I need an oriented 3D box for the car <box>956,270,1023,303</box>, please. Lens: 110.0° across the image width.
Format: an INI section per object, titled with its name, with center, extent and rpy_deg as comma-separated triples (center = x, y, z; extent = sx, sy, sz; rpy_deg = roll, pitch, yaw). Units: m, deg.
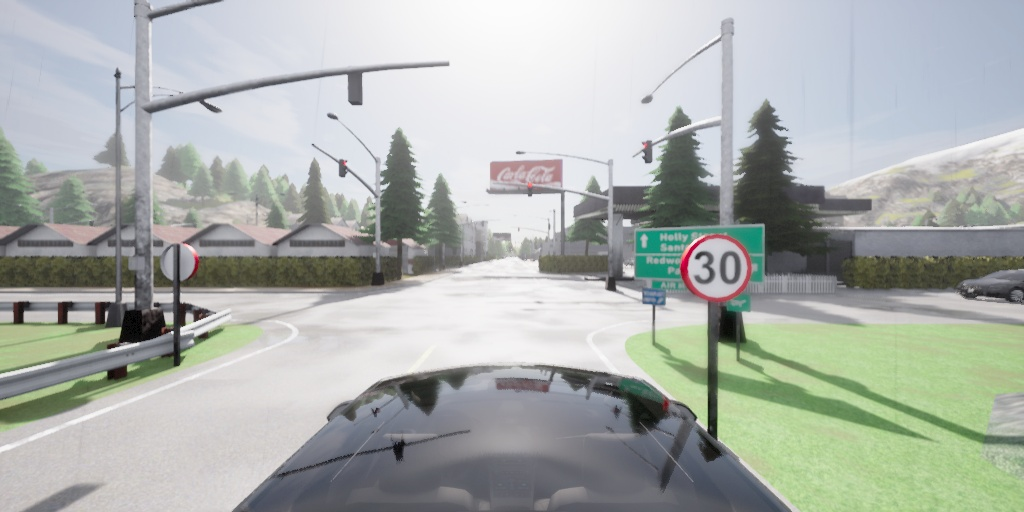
[car]
center = 24.397, 1.412, 17.134
extent = 4.892, 1.490, 1.837
rpy_deg = 0, 0, 1
